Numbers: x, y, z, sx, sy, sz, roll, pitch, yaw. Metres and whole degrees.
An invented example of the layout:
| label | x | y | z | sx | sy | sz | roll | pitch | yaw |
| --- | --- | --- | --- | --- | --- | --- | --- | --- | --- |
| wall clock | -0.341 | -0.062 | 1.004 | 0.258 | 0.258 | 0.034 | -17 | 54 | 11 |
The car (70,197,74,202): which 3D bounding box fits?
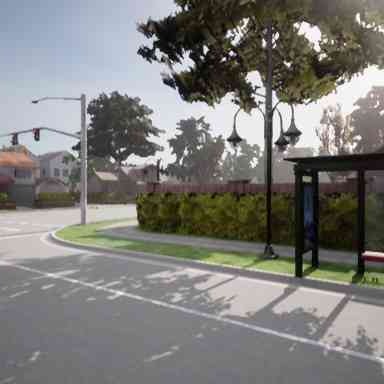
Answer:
| label | x | y | z | sx | sy | sz | roll | pitch | yaw |
| --- | --- | --- | --- | --- | --- | --- | --- | --- | --- |
| car | -19.609 | 1.034 | 50.312 | 3.806 | 1.475 | 1.970 | 0 | 0 | 36 |
